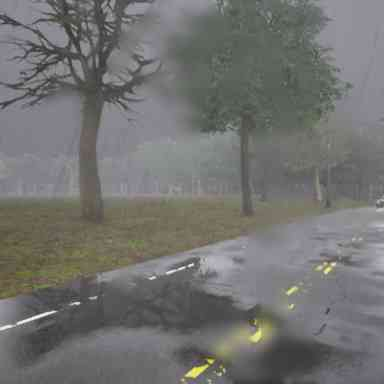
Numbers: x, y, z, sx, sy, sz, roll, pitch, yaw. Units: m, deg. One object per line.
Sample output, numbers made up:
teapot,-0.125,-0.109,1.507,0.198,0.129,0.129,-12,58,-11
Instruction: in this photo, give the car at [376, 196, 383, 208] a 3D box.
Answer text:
car,26.697,1.317,45.412,2.097,1.767,4.553,0,0,40
